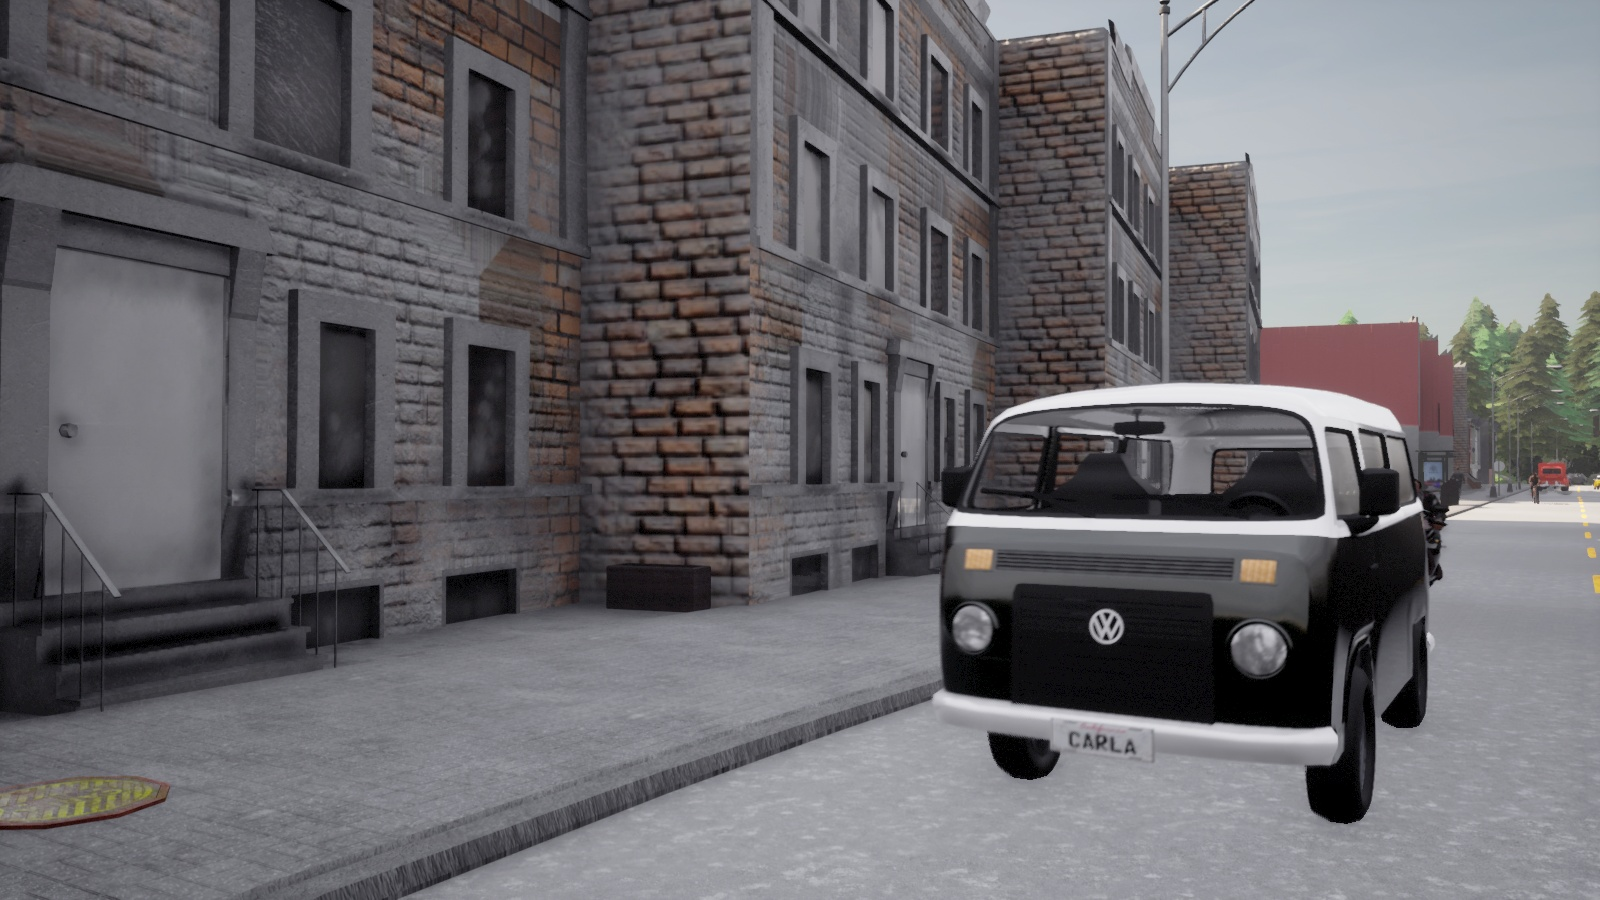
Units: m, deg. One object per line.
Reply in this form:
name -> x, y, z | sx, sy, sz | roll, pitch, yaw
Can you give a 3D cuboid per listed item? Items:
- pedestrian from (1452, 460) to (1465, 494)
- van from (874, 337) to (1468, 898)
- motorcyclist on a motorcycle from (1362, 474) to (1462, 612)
pedestrian -> 36.640, 1.514, 69.881 | 0.563, 1.883, 0.849 | -1, -1, 23
van -> 2.396, 0.642, 7.025 | 2.069, 2.038, 4.480 | -1, -1, 32
motorcyclist on a motorcycle -> 7.451, 1.067, 15.237 | 0.866, 1.530, 2.191 | -1, -1, 32
